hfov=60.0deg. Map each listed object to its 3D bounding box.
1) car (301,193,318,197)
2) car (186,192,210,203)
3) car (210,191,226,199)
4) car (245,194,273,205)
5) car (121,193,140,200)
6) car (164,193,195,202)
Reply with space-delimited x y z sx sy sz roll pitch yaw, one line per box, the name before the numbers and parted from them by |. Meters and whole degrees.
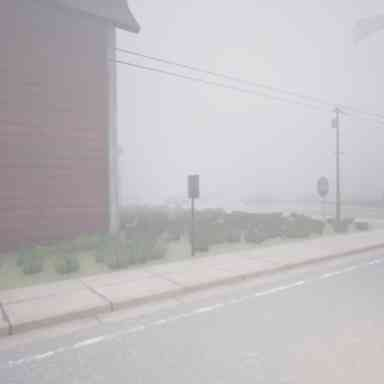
car | 18.578 0.868 52.716 3.905 1.438 1.784 -1 1 -36
car | 0.471 0.858 54.631 3.866 1.878 1.905 -1 1 -36
car | 5.088 0.668 70.699 4.605 1.855 1.932 -1 1 -36
car | 8.933 1.038 44.120 4.193 1.474 1.816 -1 1 -36
car | -13.895 1.033 74.114 4.611 1.667 2.242 -1 1 -36
car | -2.024 1.216 45.168 1.994 1.385 4.181 -1 1 -37
